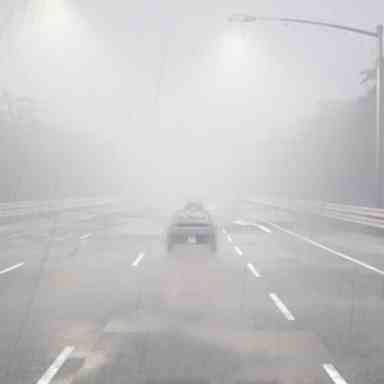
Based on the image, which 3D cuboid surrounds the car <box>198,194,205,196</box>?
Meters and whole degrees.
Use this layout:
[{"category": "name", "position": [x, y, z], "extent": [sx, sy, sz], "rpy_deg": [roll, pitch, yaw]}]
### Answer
[{"category": "car", "position": [0.737, 1.268, 50.956], "extent": [1.812, 1.442, 4.674], "rpy_deg": [0, 0, 2]}]

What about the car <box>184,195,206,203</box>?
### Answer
[{"category": "car", "position": [0.211, 1.347, 32.902], "extent": [1.812, 1.442, 4.674], "rpy_deg": [0, 0, 1]}]

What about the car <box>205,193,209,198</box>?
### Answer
[{"category": "car", "position": [2.280, 1.159, 80.186], "extent": [2.128, 1.511, 4.902], "rpy_deg": [0, 0, 4]}]

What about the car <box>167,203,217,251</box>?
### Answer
[{"category": "car", "position": [0.003, 1.443, 13.819], "extent": [2.128, 1.511, 4.902], "rpy_deg": [0, 0, 0]}]
